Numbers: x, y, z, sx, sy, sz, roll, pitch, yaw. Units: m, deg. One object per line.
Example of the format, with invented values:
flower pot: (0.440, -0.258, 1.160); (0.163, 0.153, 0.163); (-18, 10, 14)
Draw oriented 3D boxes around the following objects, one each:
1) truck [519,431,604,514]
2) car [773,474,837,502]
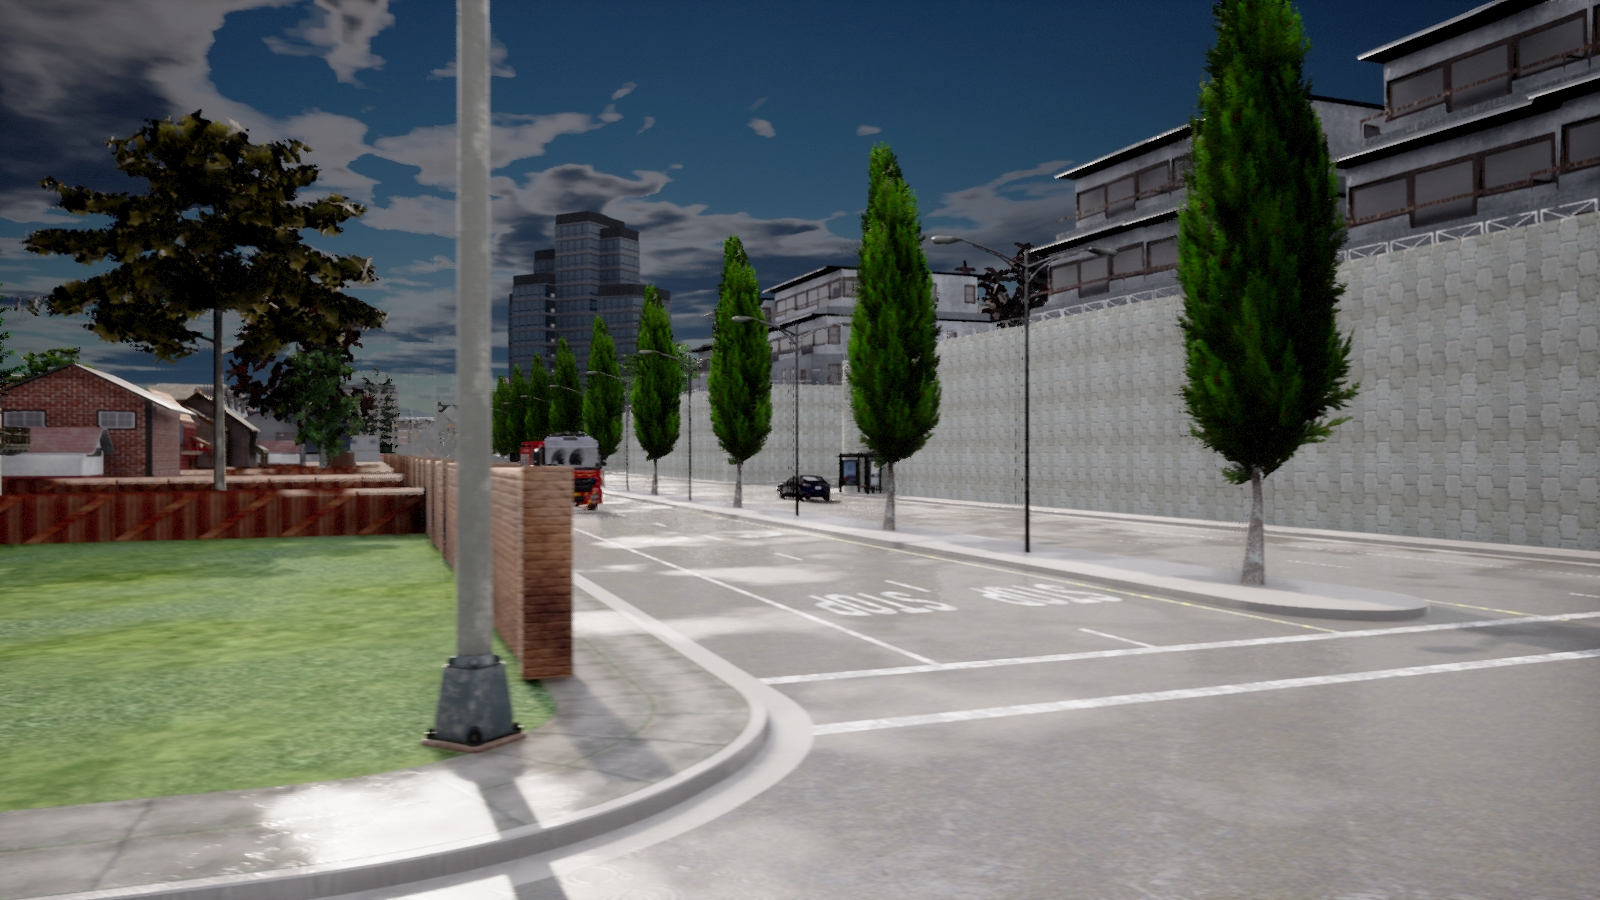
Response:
truck: (-12.007, 1.032, 56.818); (2.891, 3.827, 8.468); (0, 0, -21)
car: (0.236, 2.200, 66.927); (2.163, 1.488, 4.792); (0, 0, -21)
